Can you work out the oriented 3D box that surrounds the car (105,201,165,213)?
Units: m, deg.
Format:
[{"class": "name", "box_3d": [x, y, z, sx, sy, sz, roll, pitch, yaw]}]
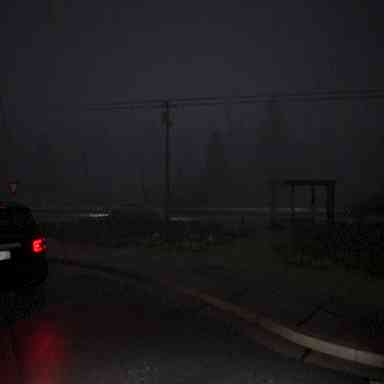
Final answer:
[{"class": "car", "box_3d": [-4.530, 1.519, 27.464, 4.674, 1.442, 1.812, 0, -1, 3]}]

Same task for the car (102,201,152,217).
[{"class": "car", "box_3d": [-6.112, 1.554, 31.527, 4.181, 1.385, 1.994, 0, 0, 10]}]

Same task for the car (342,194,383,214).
[{"class": "car", "box_3d": [15.450, 1.210, 27.486, 5.566, 2.045, 2.150, 0, 0, 10]}]

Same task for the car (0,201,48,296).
[{"class": "car", "box_3d": [-5.470, 1.219, 7.517, 5.566, 2.045, 2.150, 0, 0, 38]}]
